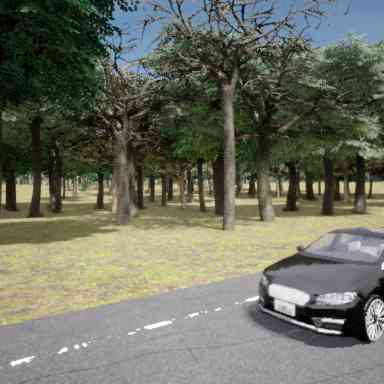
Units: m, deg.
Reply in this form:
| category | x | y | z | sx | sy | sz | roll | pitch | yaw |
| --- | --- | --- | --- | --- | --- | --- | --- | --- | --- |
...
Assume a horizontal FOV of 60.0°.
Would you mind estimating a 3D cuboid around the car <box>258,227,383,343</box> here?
| category | x | y | z | sx | sy | sz | roll | pitch | yaw |
| --- | --- | --- | --- | --- | --- | --- | --- | --- | --- |
| car | 3.373 | 1.487 | 6.511 | 4.902 | 1.511 | 2.128 | 0 | 0 | -37 |
